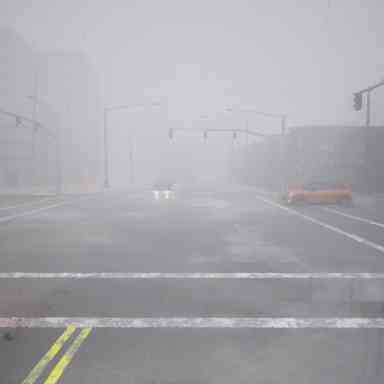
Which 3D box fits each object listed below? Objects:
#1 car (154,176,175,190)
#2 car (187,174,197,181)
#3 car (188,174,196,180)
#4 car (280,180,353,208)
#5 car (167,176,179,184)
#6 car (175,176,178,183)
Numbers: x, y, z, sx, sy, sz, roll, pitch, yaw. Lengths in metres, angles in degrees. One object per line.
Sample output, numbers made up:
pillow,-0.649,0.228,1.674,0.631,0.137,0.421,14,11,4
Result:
car,-3.587,-0.965,41.432,1.994,1.385,4.181,0,4,0
car,0.020,-2.975,70.906,1.994,1.385,4.181,0,4,0
car,0.022,-3.701,80.733,2.033,1.411,5.357,0,4,0
car,8.374,0.089,22.681,4.553,1.767,2.097,0,4,-3
car,-3.549,-2.281,61.457,1.895,1.301,4.718,0,4,0
car,-3.580,-1.694,51.338,1.837,1.490,4.892,0,4,0
